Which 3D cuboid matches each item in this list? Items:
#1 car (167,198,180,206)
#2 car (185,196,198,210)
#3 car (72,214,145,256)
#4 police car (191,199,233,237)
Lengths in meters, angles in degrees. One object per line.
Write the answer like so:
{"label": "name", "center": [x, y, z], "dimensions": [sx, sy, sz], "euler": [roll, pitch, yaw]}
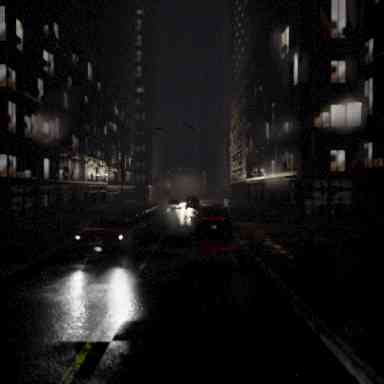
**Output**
{"label": "car", "center": [-3.080, 1.613, 55.179], "dimensions": [1.895, 1.301, 4.718], "euler": [0, 0, 0]}
{"label": "car", "center": [0.054, 1.552, 43.249], "dimensions": [2.033, 1.411, 5.357], "euler": [0, 0, 0]}
{"label": "car", "center": [-3.103, 1.596, 13.256], "dimensions": [1.895, 1.301, 4.718], "euler": [0, 0, 0]}
{"label": "police car", "center": [1.045, 1.422, 18.091], "dimensions": [1.930, 1.638, 5.238], "euler": [0, 0, 0]}
